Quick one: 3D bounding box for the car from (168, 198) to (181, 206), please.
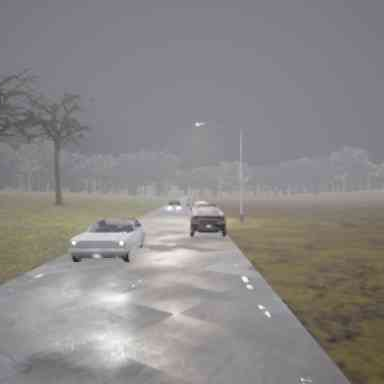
[{"bbox_3d":[-2.817,1.637,54.395,1.895,1.301,4.718,0,0,1],"label":"car"}]

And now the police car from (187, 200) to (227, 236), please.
[{"bbox_3d":[0.820,1.459,18.702,1.930,1.638,5.238,0,0,0],"label":"police car"}]

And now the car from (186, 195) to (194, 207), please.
[{"bbox_3d":[-0.012,1.585,52.949,2.033,1.411,5.357,0,0,0],"label":"car"}]

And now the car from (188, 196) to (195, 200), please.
[{"bbox_3d":[0.817,1.524,34.594,1.882,1.535,5.008,0,0,0],"label":"car"}]

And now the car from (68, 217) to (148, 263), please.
[{"bbox_3d":[-2.853,1.626,12.196,1.895,1.301,4.718,0,0,0],"label":"car"}]

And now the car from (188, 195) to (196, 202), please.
[{"bbox_3d":[-0.017,1.426,73.748,1.812,1.442,4.674,0,0,0],"label":"car"}]

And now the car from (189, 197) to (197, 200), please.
[{"bbox_3d":[0.818,1.498,28.782,1.801,1.575,5.366,0,0,0],"label":"car"}]
